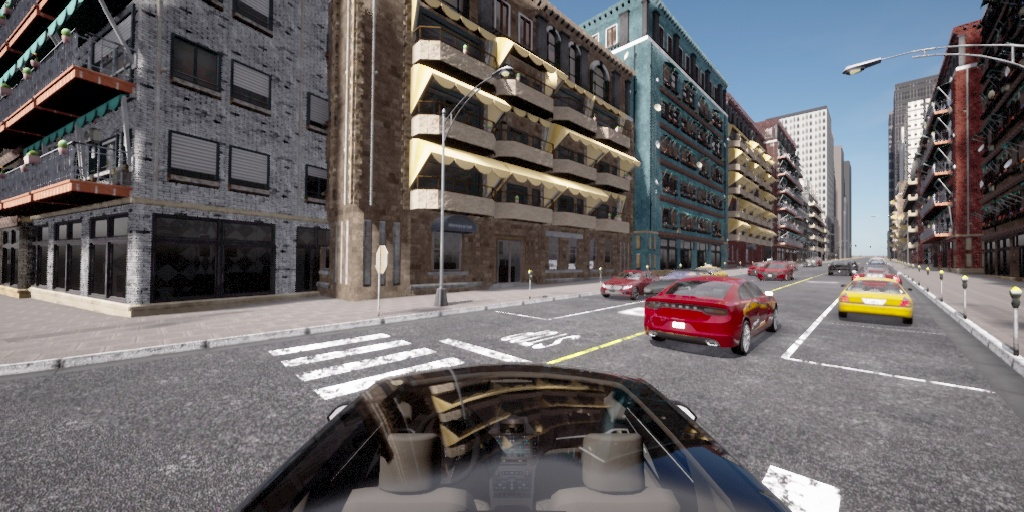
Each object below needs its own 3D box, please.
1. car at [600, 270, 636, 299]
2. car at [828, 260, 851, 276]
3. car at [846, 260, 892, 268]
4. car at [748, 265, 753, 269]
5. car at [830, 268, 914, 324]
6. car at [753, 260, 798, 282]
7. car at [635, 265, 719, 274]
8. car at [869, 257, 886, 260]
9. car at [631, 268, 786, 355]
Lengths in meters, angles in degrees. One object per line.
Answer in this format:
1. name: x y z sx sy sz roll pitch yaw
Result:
1. car: 6.051 1.356 17.788 4.207 1.307 1.802 0 0 -44
2. car: 34.240 1.279 37.299 4.892 1.490 1.837 0 0 -45
3. car: 19.870 1.203 19.590 4.097 1.591 1.967 0 0 -44
4. car: 25.846 1.331 37.171 4.507 1.381 1.888 0 0 -44
5. car: 12.074 1.282 11.957 4.829 1.417 1.751 0 0 -44
6. car: 21.786 1.256 29.536 5.008 1.535 1.882 0 0 -44
7. car: 7.779 1.316 15.860 5.357 1.411 2.033 0 0 -44
8. car: 43.623 1.209 42.849 4.097 1.591 1.967 0 0 -44
9. car: 5.094 1.235 8.890 5.008 1.535 1.882 0 0 -44
